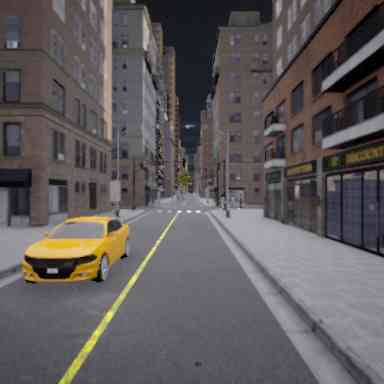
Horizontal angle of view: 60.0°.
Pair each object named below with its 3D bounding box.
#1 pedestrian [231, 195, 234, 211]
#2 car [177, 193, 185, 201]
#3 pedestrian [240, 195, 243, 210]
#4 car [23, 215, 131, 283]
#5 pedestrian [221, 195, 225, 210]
[{"bbox_3d":[4.614,1.187,37.586,0.375,1.860,0.375,0,0,0],"label":"pedestrian"},{"bbox_3d":[-3.053,1.364,92.495,2.150,2.045,5.566,0,0,0],"label":"car"},{"bbox_3d":[5.613,1.179,38.186,0.375,1.860,0.375,0,0,0],"label":"pedestrian"},{"bbox_3d":[-3.106,1.489,9.907,1.882,1.535,5.008,0,0,0],"label":"car"},{"bbox_3d":[3.613,1.192,38.785,0.375,1.860,0.375,0,0,0],"label":"pedestrian"}]
